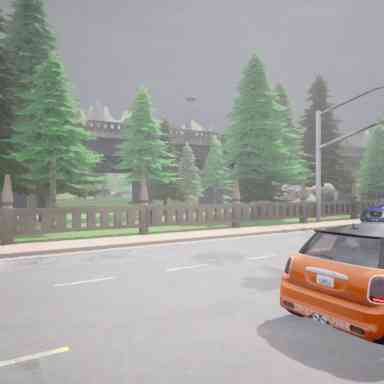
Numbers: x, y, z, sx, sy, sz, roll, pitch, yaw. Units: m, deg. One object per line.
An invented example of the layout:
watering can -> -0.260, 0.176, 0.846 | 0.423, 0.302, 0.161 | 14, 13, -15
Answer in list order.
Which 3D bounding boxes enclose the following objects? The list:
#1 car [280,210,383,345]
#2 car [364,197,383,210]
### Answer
car -> 3.819, 1.352, 6.109 | 4.553, 1.767, 2.097 | 0, 0, -31
car -> 12.492, 1.221, 19.896 | 5.566, 2.045, 2.150 | 0, 0, -31
